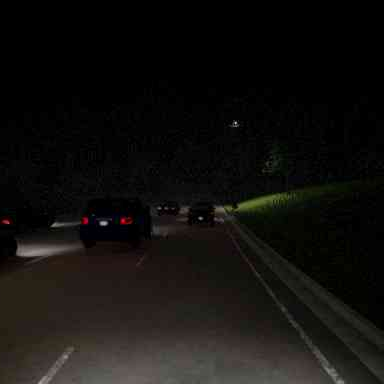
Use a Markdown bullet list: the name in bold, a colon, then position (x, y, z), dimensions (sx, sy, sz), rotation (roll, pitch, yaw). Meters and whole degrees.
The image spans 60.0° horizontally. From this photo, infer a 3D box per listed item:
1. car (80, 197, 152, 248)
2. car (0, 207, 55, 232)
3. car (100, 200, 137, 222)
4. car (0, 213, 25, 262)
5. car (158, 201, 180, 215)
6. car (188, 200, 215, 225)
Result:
- **car**: position (-3.203, 1.243, 14.975), dimensions (2.150, 2.045, 5.566), rotation (0, 0, 1)
- **car**: position (-10.040, 1.574, 19.581), dimensions (2.033, 1.411, 5.357), rotation (0, 0, 2)
- **car**: position (-6.118, 1.515, 28.352), dimensions (1.882, 1.535, 5.008), rotation (0, 0, 3)
- **car**: position (-6.826, 1.538, 9.242), dimensions (1.812, 1.442, 4.674), rotation (0, 0, 1)
- **car**: position (-2.315, 1.593, 34.046), dimensions (2.033, 1.411, 5.357), rotation (0, 0, 3)
- **car**: position (0.681, 1.558, 24.142), dimensions (1.812, 1.442, 4.674), rotation (0, 0, 2)
